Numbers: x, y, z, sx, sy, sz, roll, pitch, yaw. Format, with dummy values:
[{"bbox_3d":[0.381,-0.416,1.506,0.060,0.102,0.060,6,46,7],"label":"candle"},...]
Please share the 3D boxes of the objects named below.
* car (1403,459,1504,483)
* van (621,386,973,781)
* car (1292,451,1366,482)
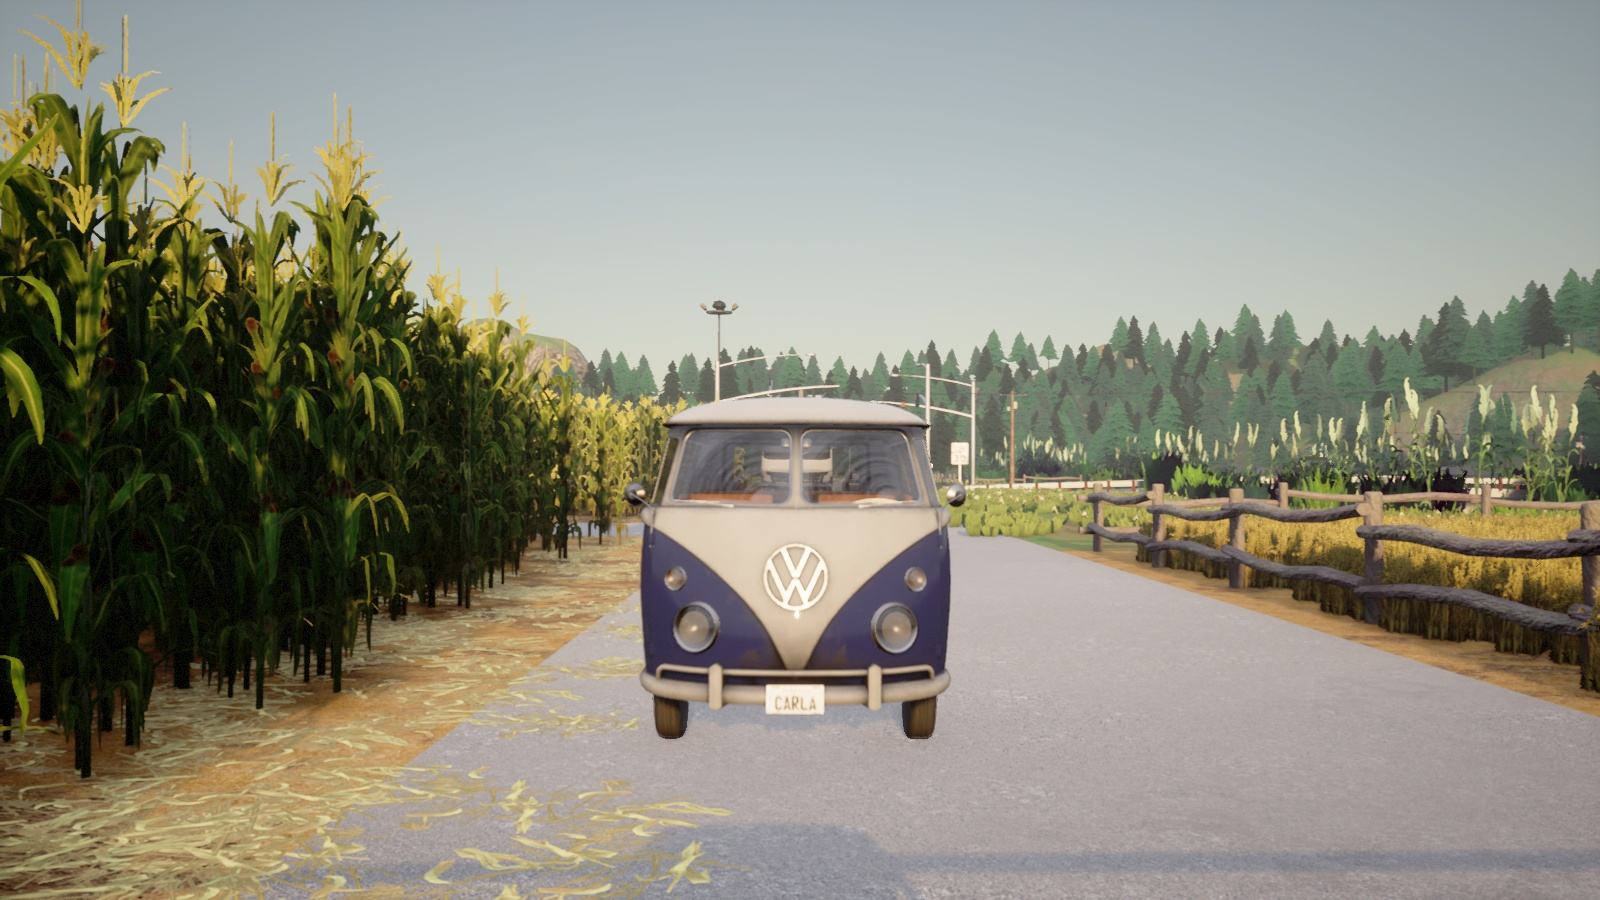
[{"bbox_3d":[42.058,1.366,80.934,5.357,1.411,2.033,1,-1,8],"label":"car"},{"bbox_3d":[-0.023,0.707,8.564,1.775,1.987,4.442,0,-1,0],"label":"van"},{"bbox_3d":[33.078,1.048,78.605,3.866,1.878,1.905,-1,-1,7],"label":"car"}]
